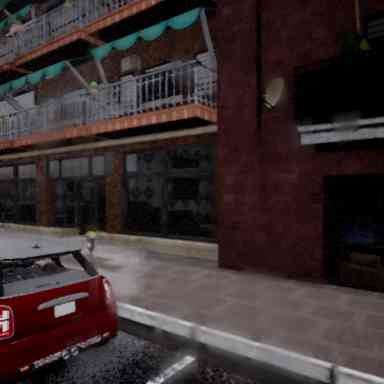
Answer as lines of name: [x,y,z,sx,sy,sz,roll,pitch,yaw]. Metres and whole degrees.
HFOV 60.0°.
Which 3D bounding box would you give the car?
car: [-3.092,1.409,5.095,4.097,1.590,1.967,0,0,36]
